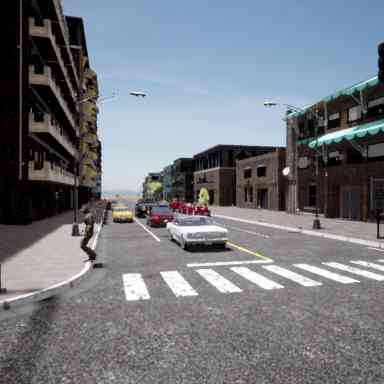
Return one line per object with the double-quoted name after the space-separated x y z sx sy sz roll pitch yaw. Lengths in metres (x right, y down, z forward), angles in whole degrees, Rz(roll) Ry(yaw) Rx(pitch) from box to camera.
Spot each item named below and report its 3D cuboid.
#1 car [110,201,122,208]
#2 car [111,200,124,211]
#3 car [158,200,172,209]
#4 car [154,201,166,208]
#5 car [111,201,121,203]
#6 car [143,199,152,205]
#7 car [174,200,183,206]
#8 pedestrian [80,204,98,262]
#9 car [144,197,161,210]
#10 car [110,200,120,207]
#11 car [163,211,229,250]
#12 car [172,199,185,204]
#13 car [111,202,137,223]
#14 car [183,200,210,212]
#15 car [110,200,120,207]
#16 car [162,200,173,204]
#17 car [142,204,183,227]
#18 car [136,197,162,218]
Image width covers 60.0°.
-14.360 2.324 62.681 1.947 1.339 4.313 -1 -1 -14 "car"
-11.617 2.061 51.665 1.967 1.590 4.097 -1 -1 -14 "car"
-4.889 2.237 59.341 1.752 1.417 4.829 -1 -1 -14 "car"
-6.222 2.360 64.683 1.802 1.307 4.206 -1 -1 -14 "car"
-7.505 1.966 35.136 2.008 1.369 4.403 -1 -1 -14 "car"
-11.763 2.584 86.880 1.752 1.417 4.829 -1 -1 -14 "car"
-0.722 2.086 42.651 1.802 1.307 4.206 -1 -1 -14 "car"
-3.238 1.252 10.405 0.375 1.860 0.375 -1 0 -14 "pedestrian"
-6.729 1.888 55.649 2.150 2.045 5.566 0 -1 -14 "car"
-17.110 2.447 73.698 2.008 1.369 4.403 -1 -1 -14 "car"
0.115 1.773 15.423 1.895 1.301 4.718 0 -1 -14 "car"
-2.100 1.887 48.162 2.192 1.841 5.009 -1 -1 -14 "car"
-6.141 1.870 29.451 1.752 1.417 4.829 -1 -1 -14 "car"
0.671 1.876 37.151 1.967 1.590 4.097 -1 -1 -14 "car"
-15.735 2.372 68.189 1.887 1.381 4.507 -1 -1 -14 "car"
-4.271 2.111 46.022 1.994 1.385 4.181 0 -1 -14 "car"
-2.328 1.855 25.177 1.994 1.385 4.181 0 -1 -15 "car"
-4.876 1.640 35.483 2.150 2.045 5.566 0 -1 -13 "car"
